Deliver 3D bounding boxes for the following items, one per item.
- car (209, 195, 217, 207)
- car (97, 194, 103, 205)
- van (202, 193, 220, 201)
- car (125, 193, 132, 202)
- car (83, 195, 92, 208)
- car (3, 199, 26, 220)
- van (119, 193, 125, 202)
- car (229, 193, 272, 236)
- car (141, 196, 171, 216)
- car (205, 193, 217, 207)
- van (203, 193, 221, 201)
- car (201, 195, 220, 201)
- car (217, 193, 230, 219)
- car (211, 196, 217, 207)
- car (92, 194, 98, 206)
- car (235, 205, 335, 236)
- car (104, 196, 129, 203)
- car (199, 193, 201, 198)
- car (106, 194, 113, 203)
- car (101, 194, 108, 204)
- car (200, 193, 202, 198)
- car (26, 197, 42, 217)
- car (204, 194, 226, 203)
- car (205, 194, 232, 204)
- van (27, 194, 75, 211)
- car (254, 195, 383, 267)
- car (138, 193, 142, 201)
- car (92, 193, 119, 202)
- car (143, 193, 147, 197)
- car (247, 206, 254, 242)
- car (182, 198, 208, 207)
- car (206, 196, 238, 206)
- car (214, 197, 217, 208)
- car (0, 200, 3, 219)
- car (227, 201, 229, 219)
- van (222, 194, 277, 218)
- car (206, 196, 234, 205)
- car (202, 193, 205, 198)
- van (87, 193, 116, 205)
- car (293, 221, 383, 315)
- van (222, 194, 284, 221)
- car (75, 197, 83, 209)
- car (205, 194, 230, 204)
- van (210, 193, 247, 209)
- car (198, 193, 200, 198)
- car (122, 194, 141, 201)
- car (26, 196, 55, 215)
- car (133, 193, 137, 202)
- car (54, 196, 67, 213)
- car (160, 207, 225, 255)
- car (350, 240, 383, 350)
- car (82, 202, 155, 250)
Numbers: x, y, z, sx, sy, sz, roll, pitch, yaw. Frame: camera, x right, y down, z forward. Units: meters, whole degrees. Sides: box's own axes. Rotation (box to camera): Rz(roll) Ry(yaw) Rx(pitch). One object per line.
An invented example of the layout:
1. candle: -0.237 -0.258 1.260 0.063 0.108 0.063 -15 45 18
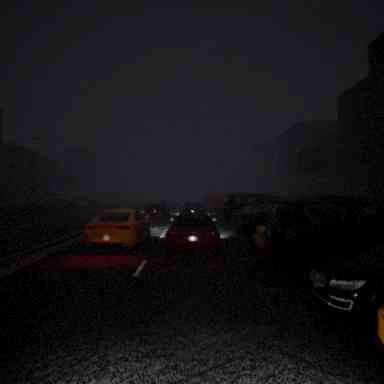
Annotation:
1. car: 4.707 1.376 36.732 4.892 1.521 2.231 0 0 0
2. car: -15.513 1.425 46.562 4.792 1.488 2.163 0 0 0
3. van: 4.836 1.274 83.977 4.442 1.987 1.878 0 0 0
4. car: -15.312 1.448 65.861 5.366 1.575 1.946 0 0 0
5. car: -15.665 1.387 41.047 5.366 1.575 1.946 0 0 0
6. car: -15.463 1.399 24.504 4.892 1.521 2.231 0 0 0
7. van: -15.612 1.214 63.103 4.442 1.987 1.878 0 0 0
8. car: 4.683 1.169 14.624 5.566 2.045 2.435 0 0 0
9. car: -2.944 1.380 29.102 1.882 1.535 5.008 0 0 1
10. car: 4.686 1.122 39.512 5.566 2.045 2.435 0 0 0
11. van: 4.835 1.264 81.198 4.442 1.987 1.878 0 0 0
12. car: 4.713 1.512 86.756 4.892 1.521 2.231 0 0 0
13. car: 4.741 1.144 22.836 5.566 2.045 2.435 0 0 0
14. car: 4.684 1.406 33.953 4.792 1.488 2.163 0 0 0
15. car: -15.476 1.393 43.803 4.892 1.521 2.231 0 0 0
16. car: 4.709 1.451 17.344 4.674 1.452 2.002 0 0 0
17. car: -15.497 1.503 68.618 4.674 1.452 2.002 0 0 0
18. car: 4.712 1.454 72.859 5.008 1.535 2.097 0 0 0
19. car: -15.493 1.406 52.076 5.008 1.535 2.097 0 0 0
20. car: -15.488 1.440 49.318 4.674 1.452 2.002 0 0 0
21. car: 4.713 1.431 67.298 5.008 1.535 2.097 0 0 0
22. car: -15.465 1.395 27.262 4.892 1.521 2.231 0 0 0
23. car: 4.749 1.316 70.080 4.553 1.767 2.185 0 0 0
24. car: 4.685 1.276 58.964 4.553 1.767 2.185 0 0 0
25. van: -15.359 1.163 35.656 4.442 1.987 1.878 0 0 0
26. car: 4.740 1.191 8.940 5.566 2.045 2.435 0 0 0
27. car: -15.535 1.265 79.650 5.566 2.045 2.435 0 0 0
28. car: -15.518 1.162 54.832 5.566 2.045 2.435 0 0 0
29. car: -15.541 1.301 87.924 5.566 2.045 2.435 0 0 0
30. car: 4.897 1.428 11.721 5.366 1.575 1.946 0 0 0
31. car: 0.048 1.469 28.033 1.994 1.385 4.181 0 0 0
32. car: 4.709 1.389 53.405 4.892 1.521 2.231 0 0 0
33. car: 4.711 1.419 31.299 4.674 1.452 2.002 0 0 0
34. car: -15.436 1.277 21.748 4.553 1.767 2.185 0 0 0
35. car: 4.709 1.442 20.058 4.674 1.452 2.002 0 0 0
36. van: 4.830 1.158 28.394 4.442 1.987 1.878 0 0 0
37. car: 4.713 1.434 56.184 4.674 1.452 2.002 0 0 0
38. car: 4.687 1.127 47.847 5.566 2.045 2.435 0 0 0
39. van: -15.608 1.196 57.590 4.442 1.987 1.878 0 0 0
40. car: 4.717 1.455 6.163 4.892 1.521 2.231 0 0 0
41. van: 4.596 1.162 25.617 4.442 1.987 1.878 0 0 0
42. car: -15.476 1.428 38.289 4.674 1.452 2.002 0 0 0
43. car: 4.685 1.284 61.744 4.553 1.767 2.185 0 0 0
44. van: 4.598 1.149 42.290 4.442 1.987 1.878 0 0 0
45. car: 4.532 1.463 75.638 5.366 1.575 1.946 0 0 0
46. car: -15.541 1.415 85.289 4.553 1.767 2.185 0 0 0
47. car: -15.466 1.392 30.019 4.892 1.521 2.231 0 0 0
48. car: -15.508 1.489 74.133 5.008 1.535 2.097 0 0 0
49. car: -15.468 1.390 32.775 4.892 1.521 2.231 0 0 0
50. car: 0.046 1.511 13.066 1.994 1.385 4.181 0 0 1
51. car: 4.705 1.465 3.508 5.008 1.535 2.097 0 0 0
52. car: -2.945 1.420 14.022 1.882 1.535 5.008 0 1 1
